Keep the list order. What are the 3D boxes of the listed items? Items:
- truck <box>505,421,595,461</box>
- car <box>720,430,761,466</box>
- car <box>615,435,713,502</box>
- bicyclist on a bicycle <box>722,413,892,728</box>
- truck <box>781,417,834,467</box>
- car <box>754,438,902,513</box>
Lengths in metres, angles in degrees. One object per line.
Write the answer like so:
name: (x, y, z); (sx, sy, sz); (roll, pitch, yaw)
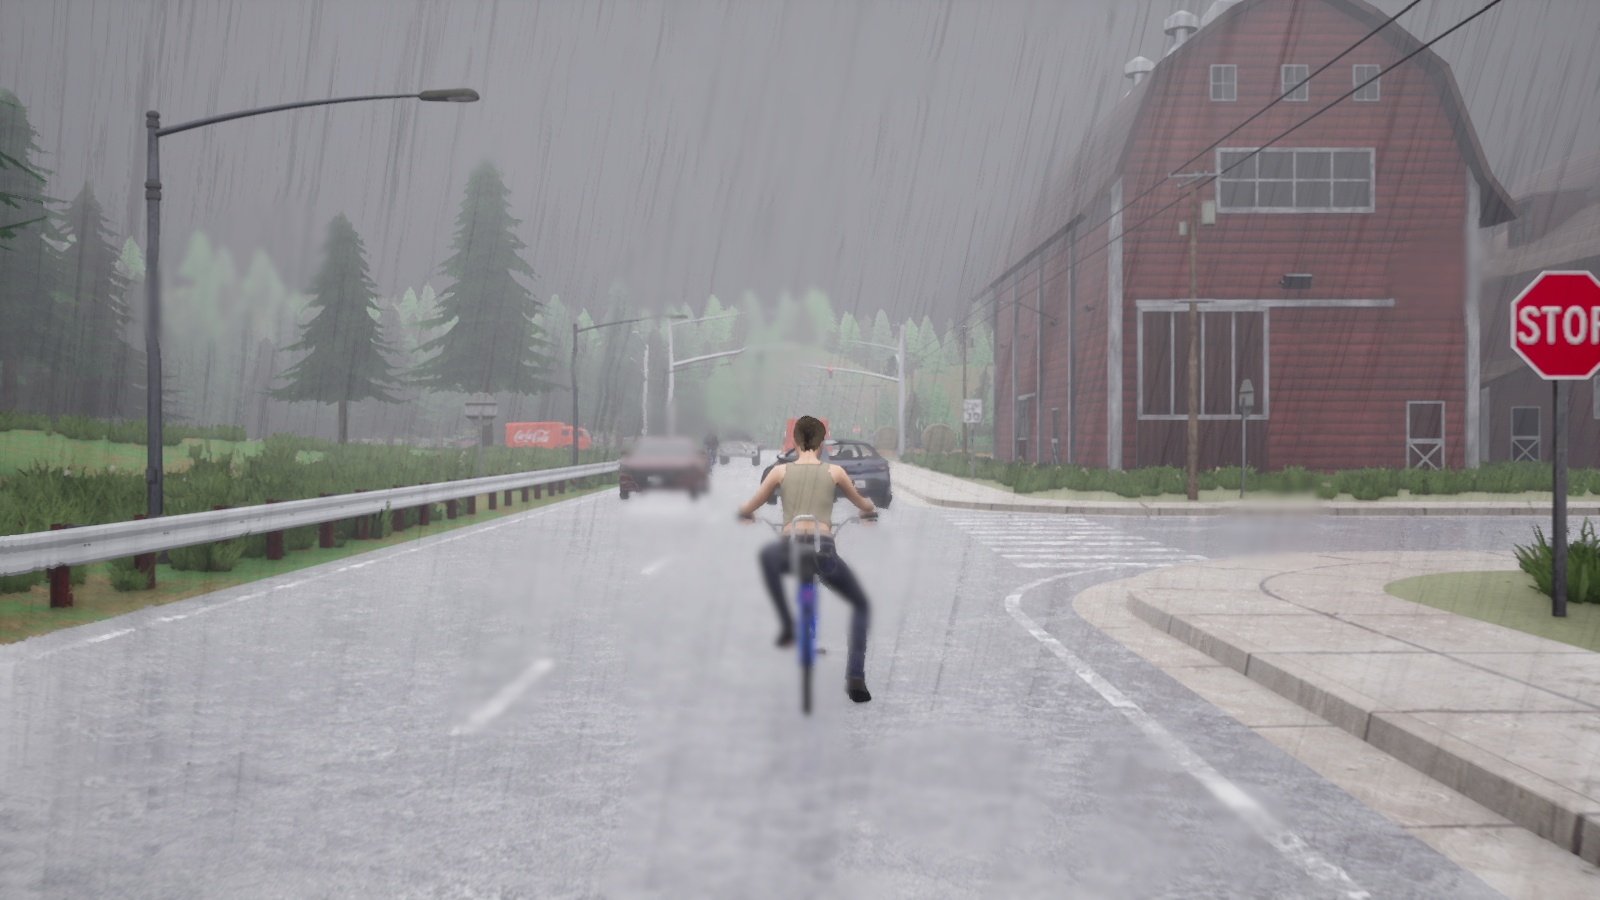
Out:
truck: (-15.878, -0.584, 80.037); (5.204, 2.467, 2.627); (-1, 1, -1)
car: (-3.122, -0.114, 66.406); (1.932, 1.855, 4.605); (0, 1, 0)
car: (-3.308, 0.402, 31.388); (1.882, 1.535, 5.008); (0, 1, 0)
bicyclist on a bicycle: (0.046, 0.609, 7.176); (0.866, 1.612, 1.509); (0, 1, 1)
truck: (0.382, -0.402, 65.028); (2.627, 2.467, 5.204); (0, 0, 0)
car: (0.509, 0.483, 27.226); (1.816, 1.474, 4.193); (0, 1, -20)
